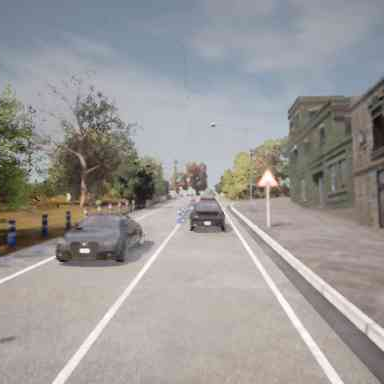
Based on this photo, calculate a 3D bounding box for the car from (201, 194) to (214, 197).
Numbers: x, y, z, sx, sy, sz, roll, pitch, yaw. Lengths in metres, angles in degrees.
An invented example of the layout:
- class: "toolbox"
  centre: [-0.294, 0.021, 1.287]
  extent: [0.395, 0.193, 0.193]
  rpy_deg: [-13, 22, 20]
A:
- class: "car"
  centre: [1.749, 0.975, 37.232]
  extent: [1.882, 1.535, 5.008]
  rpy_deg: [0, 1, 3]

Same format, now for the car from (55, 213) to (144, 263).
- class: "car"
  centre: [-2.938, 1.436, 11.353]
  extent: [1.994, 1.385, 4.181]
  rpy_deg: [0, 1, 3]

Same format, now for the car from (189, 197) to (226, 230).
- class: "car"
  centre: [0.883, 1.269, 18.973]
  extent: [1.837, 1.490, 4.892]
  rpy_deg: [0, 1, 3]
